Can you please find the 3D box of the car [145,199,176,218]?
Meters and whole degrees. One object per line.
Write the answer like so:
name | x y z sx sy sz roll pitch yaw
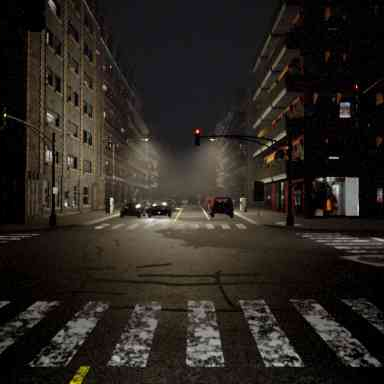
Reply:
car | -2.805 1.576 30.393 1.994 1.385 4.181 0 0 0

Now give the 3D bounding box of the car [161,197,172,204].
car | -5.223 1.669 69.061 2.008 1.369 4.403 1 0 0

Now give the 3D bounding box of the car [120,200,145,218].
car | -5.264 1.578 30.128 1.947 1.339 4.313 1 0 0

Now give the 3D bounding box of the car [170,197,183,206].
car | -2.681 1.620 59.568 2.033 1.411 5.357 0 0 0

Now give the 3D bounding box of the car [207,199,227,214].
car | 2.623 1.541 35.894 1.752 1.417 4.829 1 0 0

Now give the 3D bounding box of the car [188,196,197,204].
car | 0.152 1.602 70.349 1.882 1.535 5.008 0 0 0

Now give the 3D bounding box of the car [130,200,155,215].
car | -5.258 1.581 35.689 1.947 1.339 4.313 1 0 0

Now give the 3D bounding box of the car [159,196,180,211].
car | -2.786 1.524 39.273 1.837 1.490 4.892 0 0 0

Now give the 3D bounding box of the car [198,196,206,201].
car | 2.682 1.816 91.338 1.947 1.339 4.313 1 0 0

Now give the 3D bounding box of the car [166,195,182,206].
car | -2.722 1.602 49.207 1.994 1.385 4.181 0 0 1

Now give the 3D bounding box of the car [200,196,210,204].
car | 2.658 1.558 69.087 1.967 1.590 4.097 1 0 0

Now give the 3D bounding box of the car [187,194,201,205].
car | 0.174 1.552 59.909 1.882 1.535 5.008 0 0 0

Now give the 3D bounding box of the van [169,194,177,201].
van | -5.195 1.591 91.317 1.690 1.788 3.998 1 0 0

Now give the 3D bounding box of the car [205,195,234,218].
car | 2.620 1.327 30.165 2.192 1.841 5.009 1 0 0

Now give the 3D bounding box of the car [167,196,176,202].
car | -5.205 1.767 85.751 2.008 1.369 4.403 1 0 0

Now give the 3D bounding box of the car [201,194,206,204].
car | 2.632 1.337 41.289 2.192 1.841 5.009 1 0 0

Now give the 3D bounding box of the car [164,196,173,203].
car | -5.217 1.673 74.453 1.752 1.417 4.829 1 0 0
